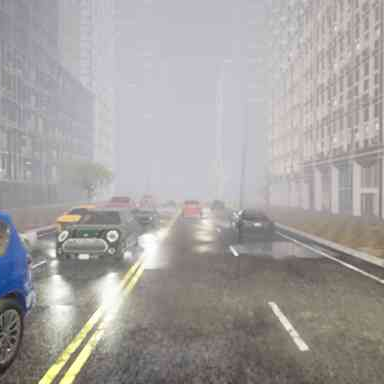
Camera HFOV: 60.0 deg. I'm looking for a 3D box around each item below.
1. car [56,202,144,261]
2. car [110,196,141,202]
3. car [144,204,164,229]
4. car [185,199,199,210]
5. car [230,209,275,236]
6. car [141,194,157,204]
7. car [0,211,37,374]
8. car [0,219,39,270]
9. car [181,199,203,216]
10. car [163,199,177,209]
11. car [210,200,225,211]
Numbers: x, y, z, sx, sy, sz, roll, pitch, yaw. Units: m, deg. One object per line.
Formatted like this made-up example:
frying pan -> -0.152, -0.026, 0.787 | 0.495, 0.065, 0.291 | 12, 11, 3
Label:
car -> -3.309, 1.408, 12.483 | 2.097, 1.767, 4.553 | 0, 0, 0
car -> -6.489, 1.357, 30.698 | 2.150, 2.045, 5.566 | 0, 0, 0
car -> -3.243, 1.701, 22.534 | 1.895, 1.301, 4.718 | 0, 0, 0
car -> 0.050, 1.728, 46.741 | 1.812, 1.442, 4.674 | 0, 0, 1
car -> 3.358, 1.651, 19.063 | 1.994, 1.385, 4.181 | 0, 0, 0
car -> -6.483, 1.346, 49.518 | 2.150, 2.045, 5.566 | 0, 0, 0
car -> -3.362, 1.232, 2.673 | 2.150, 2.045, 5.566 | 0, 0, -1
car -> -6.569, 1.644, 9.872 | 1.895, 1.301, 4.718 | 0, 0, 0
car -> 0.012, 1.504, 34.149 | 2.097, 1.767, 4.553 | 0, 0, 0
car -> -3.232, 1.684, 49.547 | 1.994, 1.385, 4.181 | 0, 0, 0
car -> 3.349, 1.718, 43.922 | 1.812, 1.442, 4.674 | 0, 0, 0
